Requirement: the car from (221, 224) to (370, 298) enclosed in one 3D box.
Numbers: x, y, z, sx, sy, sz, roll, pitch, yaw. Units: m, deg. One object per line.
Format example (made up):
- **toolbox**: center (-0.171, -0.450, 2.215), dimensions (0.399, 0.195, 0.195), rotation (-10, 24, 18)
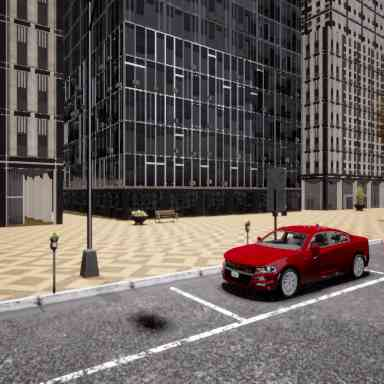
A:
- **car**: center (2.764, 1.545, 8.512), dimensions (4.507, 1.381, 1.887), rotation (0, 0, -35)
